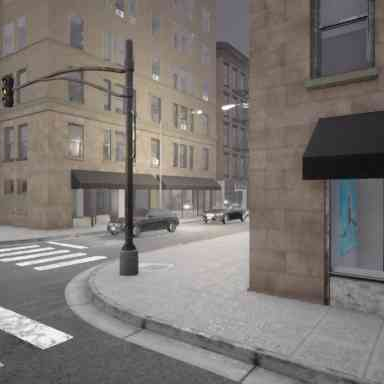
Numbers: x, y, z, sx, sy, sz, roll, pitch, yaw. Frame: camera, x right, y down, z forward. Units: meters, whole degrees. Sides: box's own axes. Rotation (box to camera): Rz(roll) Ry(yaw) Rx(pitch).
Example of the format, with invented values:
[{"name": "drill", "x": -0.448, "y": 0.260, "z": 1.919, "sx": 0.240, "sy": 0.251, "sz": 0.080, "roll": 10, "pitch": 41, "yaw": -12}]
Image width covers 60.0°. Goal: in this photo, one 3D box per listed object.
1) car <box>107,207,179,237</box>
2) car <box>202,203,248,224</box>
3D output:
[{"name": "car", "x": -2.604, "y": 1.620, "z": 18.810, "sx": 1.812, "sy": 1.442, "sz": 4.674, "roll": 0, "pitch": 0, "yaw": 37}, {"name": "car", "x": 2.697, "y": 1.640, "z": 26.285, "sx": 2.128, "sy": 1.511, "sz": 4.902, "roll": 0, "pitch": 0, "yaw": 35}]
